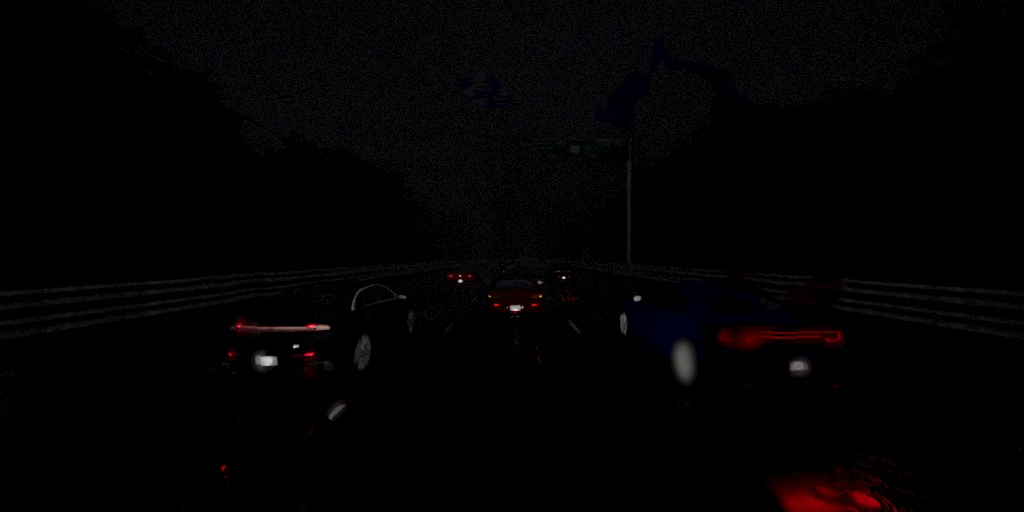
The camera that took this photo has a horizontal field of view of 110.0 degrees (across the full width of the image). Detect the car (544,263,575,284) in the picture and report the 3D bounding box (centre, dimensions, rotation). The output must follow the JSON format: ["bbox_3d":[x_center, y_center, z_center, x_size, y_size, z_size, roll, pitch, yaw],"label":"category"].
[{"bbox_3d":[3.608,1.259,27.361,1.837,1.490,4.892,0,0,0],"label":"car"}]

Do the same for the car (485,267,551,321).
[{"bbox_3d":[0.089,1.273,12.250,1.812,1.442,4.674,0,0,0],"label":"car"}]

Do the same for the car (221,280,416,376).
[{"bbox_3d":[-3.397,1.240,7.398,2.128,1.511,4.902,0,0,0],"label":"car"}]

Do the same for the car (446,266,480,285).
[{"bbox_3d":[-3.390,1.354,25.807,1.895,1.301,4.718,0,0,0],"label":"car"}]

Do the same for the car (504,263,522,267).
[{"bbox_3d":[0.110,1.282,28.293,1.812,1.442,4.674,0,0,0],"label":"car"}]

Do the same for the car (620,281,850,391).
[{"bbox_3d":[3.602,1.226,6.968,1.882,1.535,5.008,0,0,0],"label":"car"}]
